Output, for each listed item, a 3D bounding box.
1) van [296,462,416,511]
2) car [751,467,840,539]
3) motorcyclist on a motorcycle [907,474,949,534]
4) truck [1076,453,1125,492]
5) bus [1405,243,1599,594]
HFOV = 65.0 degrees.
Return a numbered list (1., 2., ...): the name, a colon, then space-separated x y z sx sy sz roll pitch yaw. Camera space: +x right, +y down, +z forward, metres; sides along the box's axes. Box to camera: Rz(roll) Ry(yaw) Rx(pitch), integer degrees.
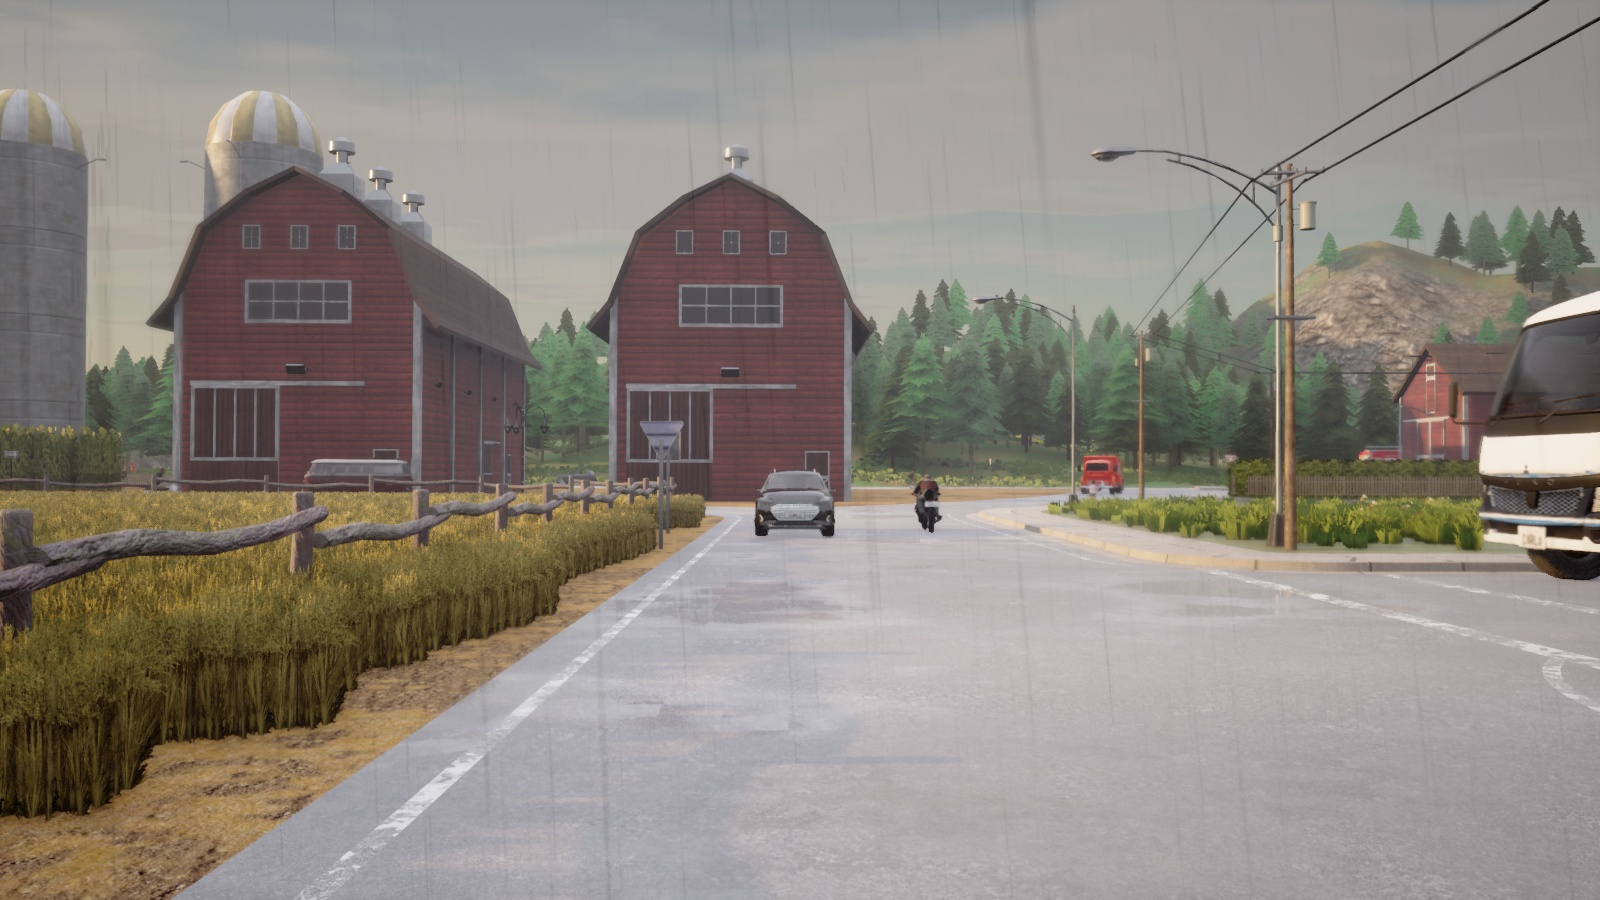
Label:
1. van: -18.622 1.527 52.812 4.442 1.987 1.775 0 -1 -3
2. car: -0.122 1.271 31.394 2.033 1.649 4.856 0 -1 0
3. motorcyclist on a motorcycle: 3.368 1.391 33.121 0.866 1.530 2.191 0 -1 0
4. truck: 19.603 1.463 81.768 2.627 2.467 5.204 -1 -1 19
5. bus: 14.398 -0.330 17.273 10.273 4.253 3.944 0 -1 -1
